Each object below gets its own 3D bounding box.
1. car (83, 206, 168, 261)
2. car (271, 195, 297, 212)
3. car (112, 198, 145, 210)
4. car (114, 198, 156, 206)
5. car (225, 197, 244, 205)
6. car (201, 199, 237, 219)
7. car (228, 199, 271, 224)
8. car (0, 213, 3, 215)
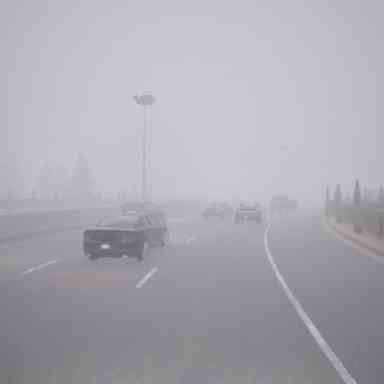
[{"bbox_3d":[-2.234,1.497,12.444,1.882,1.535,5.008,0,0,9],"label":"car"},{"bbox_3d":[11.232,1.381,40.610,2.150,2.045,5.566,0,0,29],"label":"car"},{"bbox_3d":[-9.009,1.680,47.643,1.882,1.535,5.008,0,-1,28],"label":"car"},{"bbox_3d":[-3.415,1.410,23.323,2.097,1.767,4.553,0,0,15],"label":"car"},{"bbox_3d":[8.723,1.860,67.745,1.882,1.535,5.008,0,-1,34],"label":"car"},{"bbox_3d":[2.456,1.644,30.292,2.033,1.411,5.357,0,0,21],"label":"car"},{"bbox_3d":[4.508,1.566,25.420,2.128,1.511,4.902,0,0,18],"label":"car"},{"bbox_3d":[-12.127,1.546,17.739,1.812,1.442,4.674,0,0,11],"label":"car"}]
